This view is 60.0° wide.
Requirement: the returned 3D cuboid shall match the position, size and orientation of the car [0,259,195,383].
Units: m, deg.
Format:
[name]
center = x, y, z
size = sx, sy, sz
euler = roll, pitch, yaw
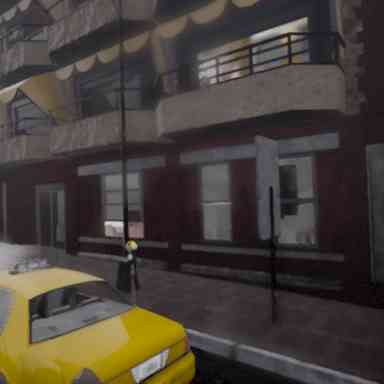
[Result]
[car]
center = -2.253, 1.566, 4.355
size = 4.829, 1.417, 1.752
euler = -1, -2, 36
